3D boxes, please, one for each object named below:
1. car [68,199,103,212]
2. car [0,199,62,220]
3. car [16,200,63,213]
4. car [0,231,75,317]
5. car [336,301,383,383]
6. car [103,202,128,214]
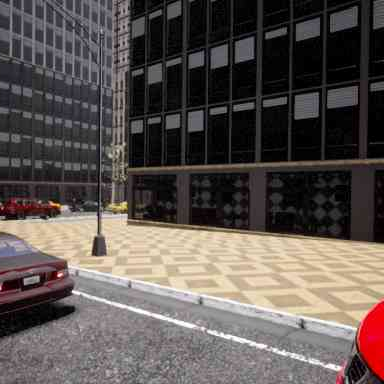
[{"bbox_3d":[-13.004,1.706,41.345,1.837,1.490,4.892,1,0,36],"label":"car"},{"bbox_3d":[-14.385,1.519,29.775,2.192,1.841,5.009,1,0,37],"label":"car"},{"bbox_3d":[-17.862,1.643,39.158,1.752,1.417,4.829,1,0,37],"label":"car"},{"bbox_3d":[-4.772,1.544,7.100,5.357,1.411,2.033,0,0,35],"label":"car"},{"bbox_3d":[3.501,1.222,1.178,5.566,2.045,2.150,0,0,36],"label":"car"},{"bbox_3d":[-7.567,1.830,38.972,1.752,1.417,4.829,1,0,37],"label":"car"}]
